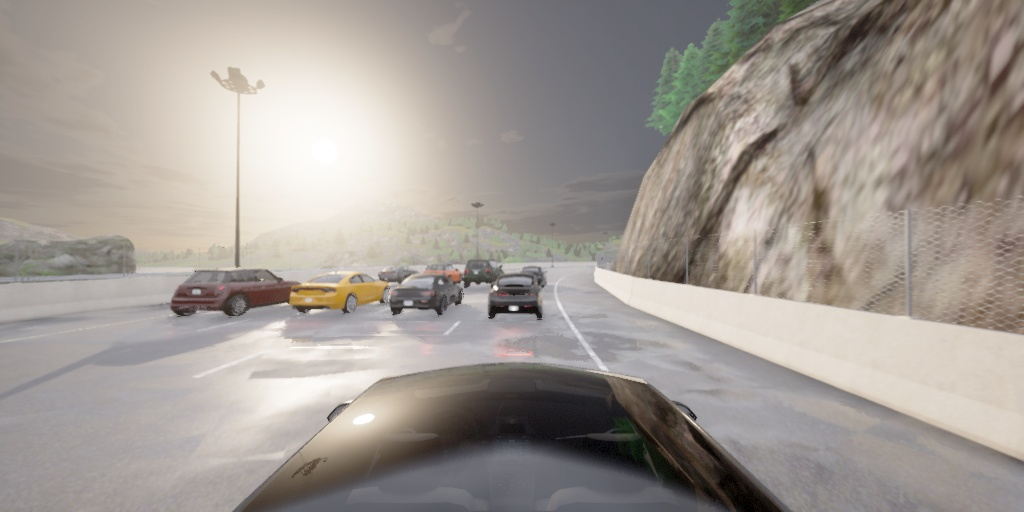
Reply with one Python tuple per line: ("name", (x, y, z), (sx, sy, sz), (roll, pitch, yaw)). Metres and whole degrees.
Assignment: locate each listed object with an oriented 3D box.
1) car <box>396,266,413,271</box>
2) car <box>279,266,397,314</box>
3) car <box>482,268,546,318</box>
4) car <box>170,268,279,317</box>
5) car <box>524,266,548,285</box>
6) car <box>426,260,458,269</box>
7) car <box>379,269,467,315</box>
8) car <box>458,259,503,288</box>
("car", (-8.809, 1.520, 28.520), (2.128, 1.511, 4.902), (0, 0, 9))
("car", (-6.704, 1.361, 14.617), (1.882, 1.535, 5.008), (0, 0, 4))
("car", (0.228, 1.379, 13.538), (1.837, 1.490, 4.892), (0, 0, 4))
("car", (-10.264, 1.228, 13.955), (2.097, 1.767, 4.553), (0, -1, 4))
("car", (1.600, 1.520, 27.142), (1.837, 1.490, 4.892), (0, 0, 9))
("car", (-5.349, 1.373, 27.981), (2.097, 1.767, 4.553), (0, -1, 9))
("car", (-3.237, 1.403, 14.095), (1.812, 1.442, 4.674), (0, 0, 4))
("car", (-2.019, 1.233, 26.713), (2.150, 2.045, 5.566), (0, 0, 8))
